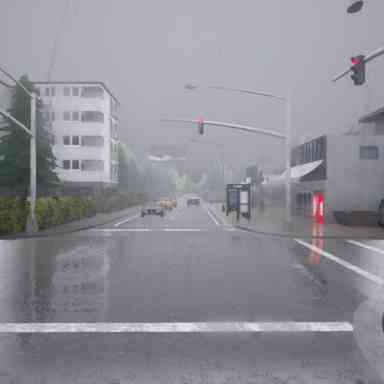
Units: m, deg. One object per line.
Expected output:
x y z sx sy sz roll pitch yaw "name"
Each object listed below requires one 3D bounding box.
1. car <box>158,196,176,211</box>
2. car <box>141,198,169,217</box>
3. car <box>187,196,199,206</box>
-3.490 1.352 40.690 2.097 1.767 4.553 0 0 0 "car"
-3.522 1.564 30.989 1.994 1.385 4.181 0 0 0 "car"
0.241 1.477 53.920 1.882 1.535 5.008 0 0 1 "car"
